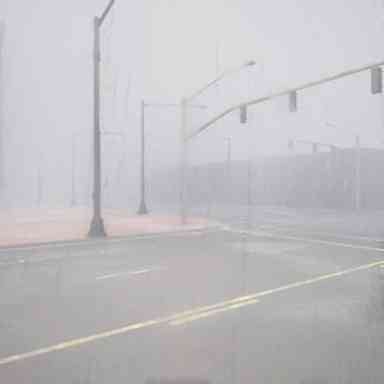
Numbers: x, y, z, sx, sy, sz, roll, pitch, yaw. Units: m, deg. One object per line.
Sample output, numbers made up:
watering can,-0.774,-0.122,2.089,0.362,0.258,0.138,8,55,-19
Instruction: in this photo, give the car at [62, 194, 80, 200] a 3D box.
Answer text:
car,-31.671,1.187,87.082,4.553,1.767,2.097,0,0,20
